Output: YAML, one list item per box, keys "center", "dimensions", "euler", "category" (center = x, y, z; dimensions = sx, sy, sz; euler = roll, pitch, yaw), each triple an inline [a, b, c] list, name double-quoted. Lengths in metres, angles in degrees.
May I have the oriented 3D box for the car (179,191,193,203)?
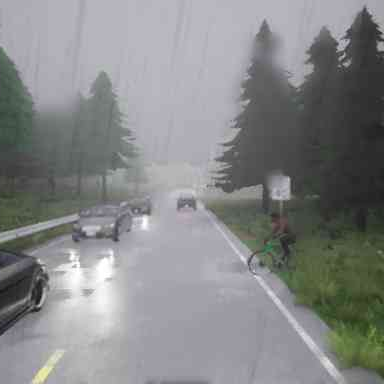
- center: [-0.836, 0.679, 48.051]
  dimensions: [1.882, 1.535, 5.008]
  euler: [0, 1, -1]
  category: "car"

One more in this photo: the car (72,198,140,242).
- center: [-3.865, 1.260, 15.013]
  dimensions: [2.128, 1.511, 4.902]
  euler: [0, 1, -1]
  category: "car"

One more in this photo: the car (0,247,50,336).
- center: [-3.661, 1.505, 4.644]
  dimensions: [1.994, 1.385, 4.181]
  euler: [0, 1, -1]
  category: "car"

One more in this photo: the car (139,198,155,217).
- center: [-4.075, 1.147, 26.208]
  dimensions: [1.994, 1.385, 4.181]
  euler: [0, 1, -1]
  category: "car"

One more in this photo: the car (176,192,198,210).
- center: [-0.524, 0.962, 32.680]
  dimensions: [1.837, 1.490, 4.892]
  euler: [0, 1, -1]
  category: "car"

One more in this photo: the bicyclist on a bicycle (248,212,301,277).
- center: [2.207, 1.316, 8.256]
  dimensions: [1.656, 1.620, 0.582]
  euler: [-1, 1, -1]
  category: "bicyclist on a bicycle"
